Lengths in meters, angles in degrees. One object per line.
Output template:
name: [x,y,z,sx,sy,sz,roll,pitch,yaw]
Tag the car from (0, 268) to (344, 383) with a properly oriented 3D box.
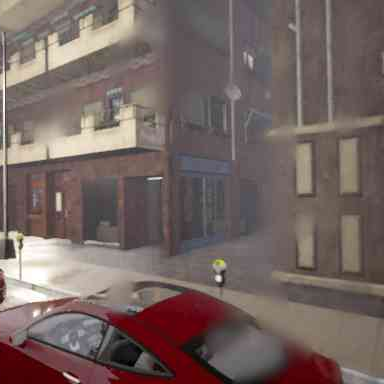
car: [-0.675,1.595,3.331,4.206,1.307,1.802,0,-1,36]
